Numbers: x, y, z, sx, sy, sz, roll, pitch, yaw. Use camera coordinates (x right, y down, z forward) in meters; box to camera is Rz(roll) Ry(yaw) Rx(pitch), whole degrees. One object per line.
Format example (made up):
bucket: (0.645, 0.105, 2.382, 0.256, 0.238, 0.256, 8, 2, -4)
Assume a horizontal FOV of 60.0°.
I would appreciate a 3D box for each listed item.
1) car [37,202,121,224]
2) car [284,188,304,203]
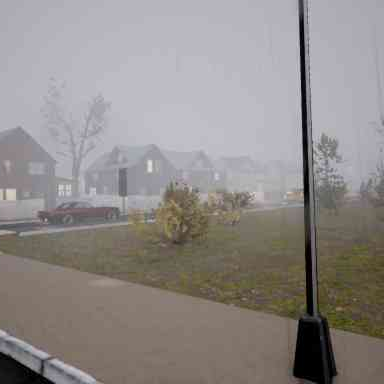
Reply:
car: (-6.772, 1.253, 20.489, 1.895, 1.301, 4.718, -2, -1, 43)
car: (13.916, 0.594, 42.302, 1.882, 1.535, 5.008, -2, -1, 44)
